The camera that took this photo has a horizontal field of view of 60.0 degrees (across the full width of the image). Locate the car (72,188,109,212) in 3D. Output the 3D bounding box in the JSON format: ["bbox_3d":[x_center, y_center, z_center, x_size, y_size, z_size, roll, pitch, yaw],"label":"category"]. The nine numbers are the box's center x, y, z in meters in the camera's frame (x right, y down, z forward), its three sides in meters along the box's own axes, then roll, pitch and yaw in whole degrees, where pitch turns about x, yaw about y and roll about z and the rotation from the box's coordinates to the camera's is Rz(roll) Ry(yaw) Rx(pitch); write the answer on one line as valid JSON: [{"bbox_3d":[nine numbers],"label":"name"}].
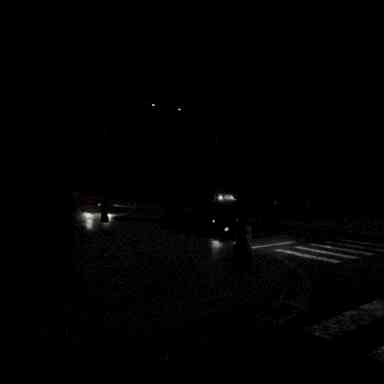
[{"bbox_3d":[-9.725,0.703,31.396,2.150,2.045,5.566,0,2,-36],"label":"car"}]

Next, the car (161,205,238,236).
[{"bbox_3d":[0.327,1.371,17.125,1.895,1.301,4.718,0,1,-35],"label":"car"}]

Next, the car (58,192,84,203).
[{"bbox_3d":[-17.182,0.712,47.125,2.033,1.411,5.357,0,1,-35],"label":"car"}]
